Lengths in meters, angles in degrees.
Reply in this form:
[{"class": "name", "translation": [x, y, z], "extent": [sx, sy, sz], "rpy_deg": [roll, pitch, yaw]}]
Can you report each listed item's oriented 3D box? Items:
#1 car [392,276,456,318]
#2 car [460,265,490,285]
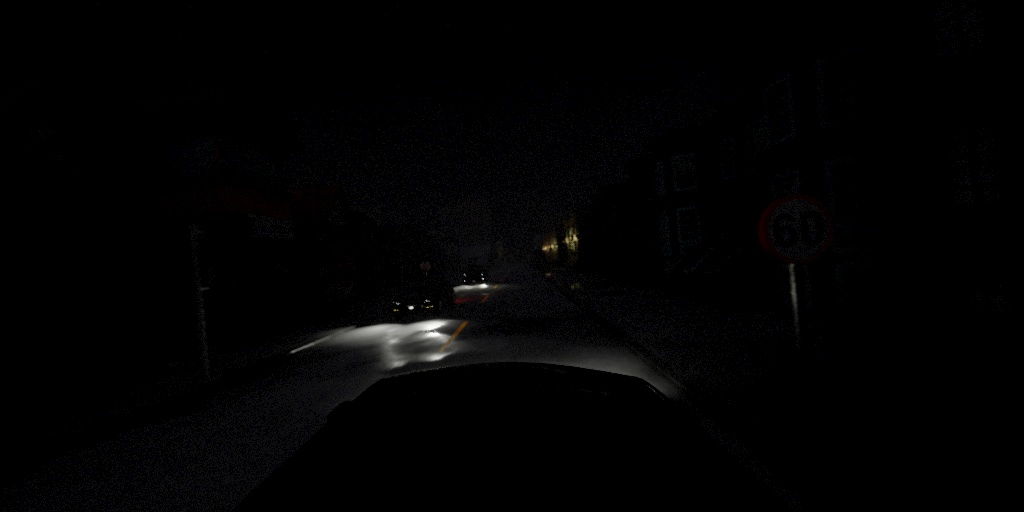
[{"class": "car", "translation": [-3.749, 1.697, 15.871], "extent": [1.837, 1.490, 4.892], "rpy_deg": [-5, 0, 1]}, {"class": "car", "translation": [-3.320, 1.651, 33.625], "extent": [2.097, 1.767, 4.553], "rpy_deg": [-5, 0, 2]}]
